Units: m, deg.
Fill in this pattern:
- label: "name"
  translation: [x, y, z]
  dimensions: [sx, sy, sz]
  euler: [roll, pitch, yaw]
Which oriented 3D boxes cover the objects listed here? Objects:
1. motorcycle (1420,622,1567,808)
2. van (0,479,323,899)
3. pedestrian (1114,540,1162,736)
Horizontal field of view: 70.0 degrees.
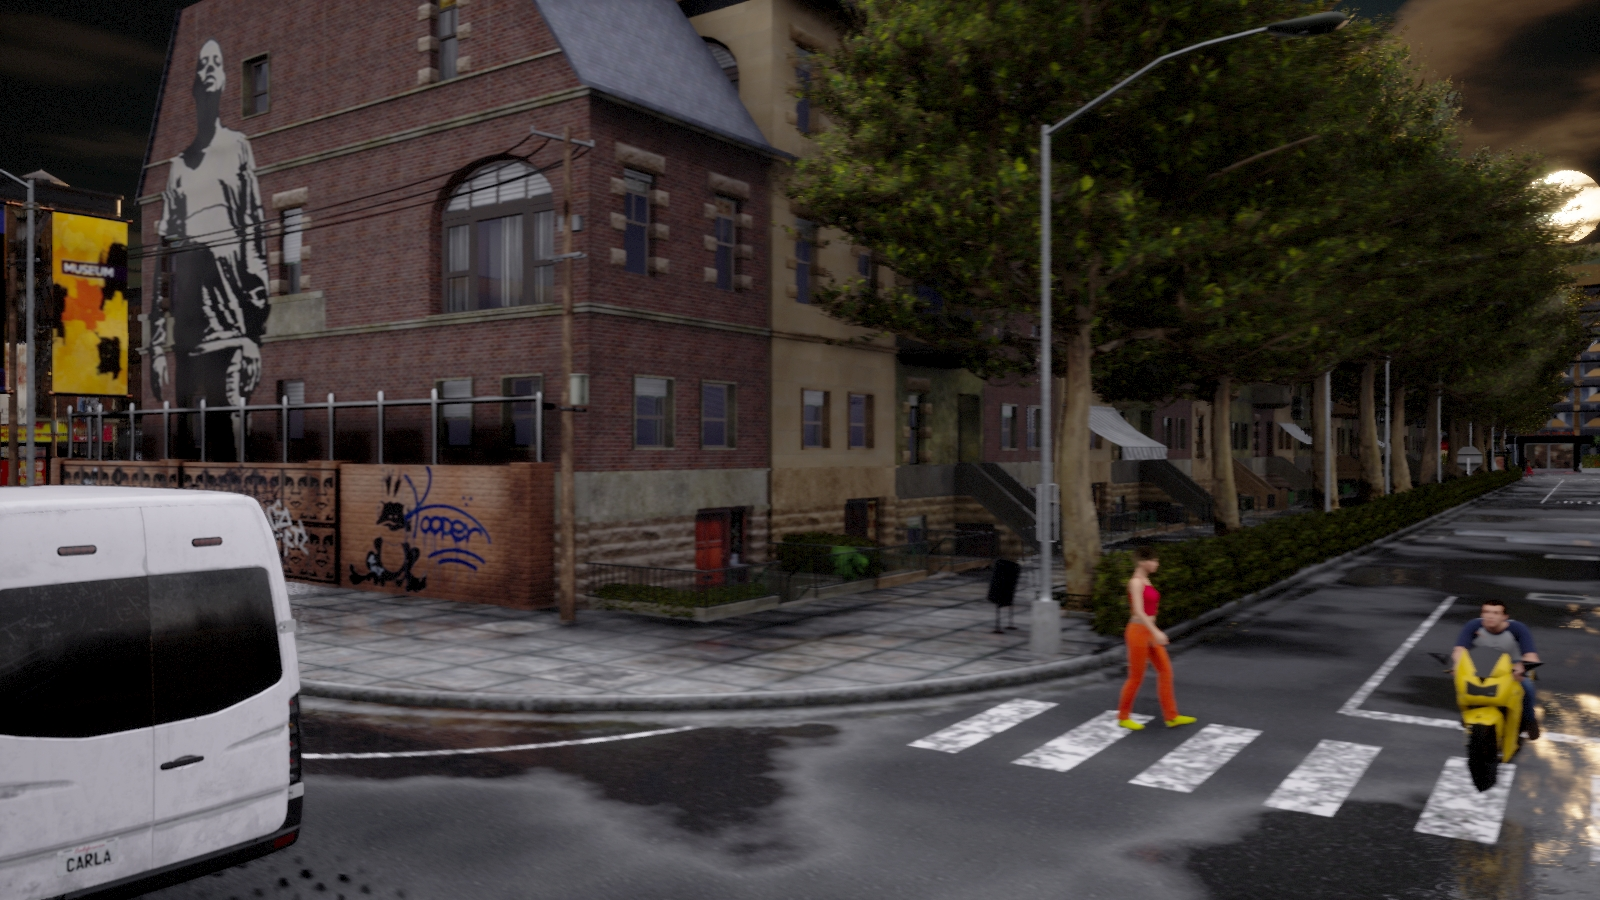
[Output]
- label: "motorcycle"
  translation: [6.045, 2.213, 9.900]
  dimensions: [0.803, 1.145, 2.033]
  euler: [-1, -1, 39]
- label: "van"
  translation: [-5.947, 1.533, 7.963]
  dimensions: [5.915, 2.561, 1.988]
  euler: [0, 0, 35]
- label: "pedestrian"
  translation: [3.360, 1.849, 11.352]
  dimensions: [0.375, 1.860, 0.375]
  euler: [0, 0, 32]
